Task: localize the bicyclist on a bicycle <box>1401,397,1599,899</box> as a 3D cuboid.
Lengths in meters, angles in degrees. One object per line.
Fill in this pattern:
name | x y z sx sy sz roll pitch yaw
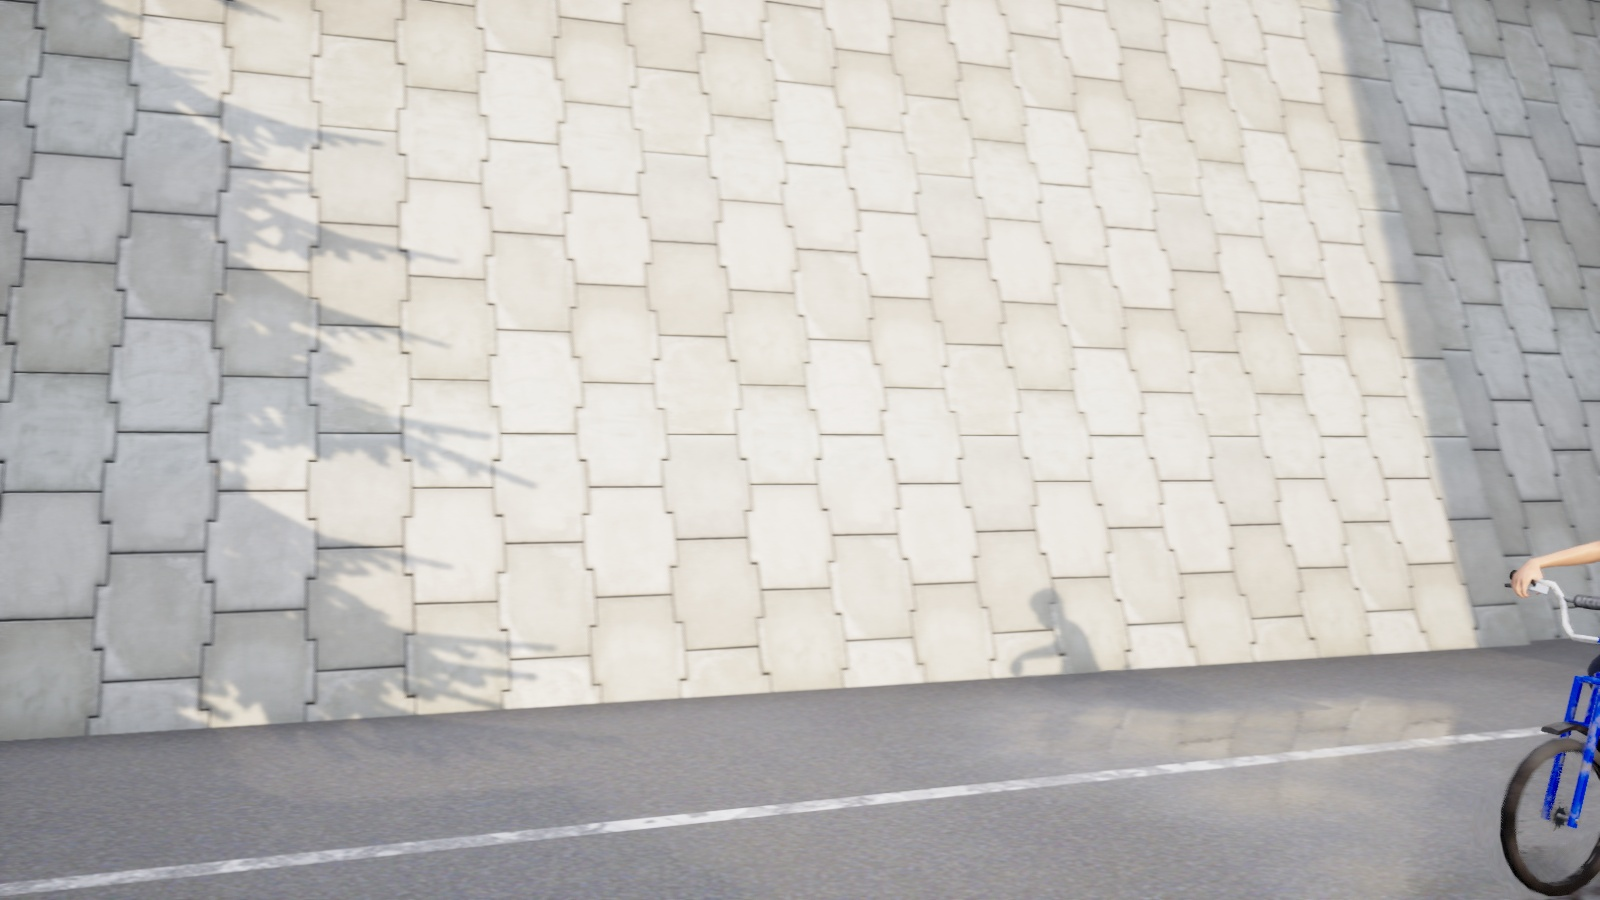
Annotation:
bicyclist on a bicycle | 3.027 0.630 4.383 1.509 1.612 0.866 -1 1 -20
